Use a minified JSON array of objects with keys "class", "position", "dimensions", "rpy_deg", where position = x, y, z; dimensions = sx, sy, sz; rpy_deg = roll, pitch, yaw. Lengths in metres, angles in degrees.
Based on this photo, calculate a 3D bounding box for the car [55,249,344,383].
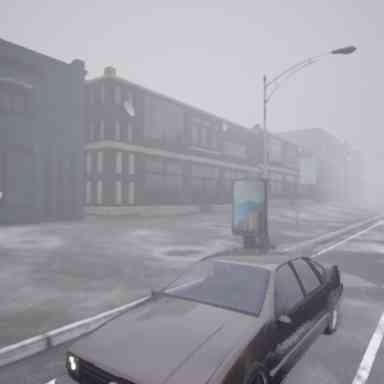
[{"class":"car","position":[0.848,1.642,4.976],"dimensions":[2.033,1.411,5.357],"rpy_deg":[-1,-1,36]}]
